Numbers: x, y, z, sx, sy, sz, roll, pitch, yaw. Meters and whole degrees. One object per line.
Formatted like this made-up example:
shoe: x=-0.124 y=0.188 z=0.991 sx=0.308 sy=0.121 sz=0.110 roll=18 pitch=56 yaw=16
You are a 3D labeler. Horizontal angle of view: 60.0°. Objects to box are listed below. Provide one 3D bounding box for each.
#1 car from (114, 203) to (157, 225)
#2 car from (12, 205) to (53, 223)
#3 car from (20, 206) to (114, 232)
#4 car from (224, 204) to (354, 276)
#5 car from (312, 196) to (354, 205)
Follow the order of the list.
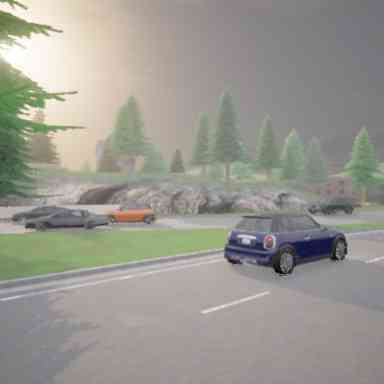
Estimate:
car: x=-5.159 y=1.706 z=26.770 sx=4.553 sy=1.767 sz=2.097 roll=0 pitch=-1 yaw=-11
car: x=-12.870 y=1.943 z=28.808 sx=4.892 sy=1.490 sz=1.837 roll=0 pitch=-1 yaw=-11
car: x=-8.284 y=1.878 z=22.544 sx=5.357 sy=1.411 sz=2.033 roll=0 pitch=-1 yaw=-11
car: x=3.235 y=1.458 z=11.061 sx=4.553 sy=1.767 sz=2.097 roll=0 pitch=-1 yaw=-39
car: x=15.510 y=1.528 z=37.004 sx=5.566 sy=2.045 sz=2.150 roll=0 pitch=-1 yaw=-26
